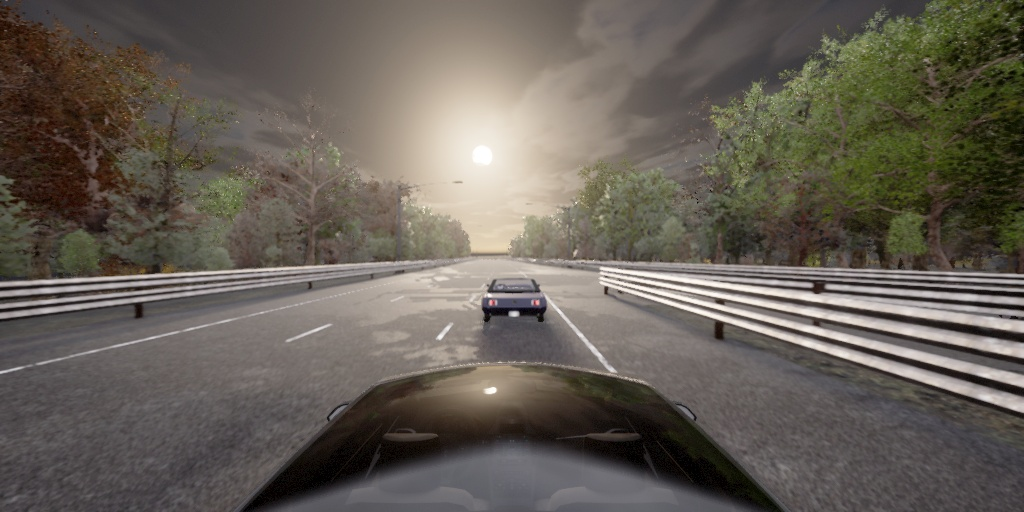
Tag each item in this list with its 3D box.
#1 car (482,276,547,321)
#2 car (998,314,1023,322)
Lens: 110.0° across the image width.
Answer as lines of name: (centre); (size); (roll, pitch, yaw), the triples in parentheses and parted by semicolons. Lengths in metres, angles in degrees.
car: (0.049, 1.350, 12.360); (1.895, 1.301, 4.718); (0, 0, 0)
car: (14.011, 1.239, 7.376); (2.033, 1.649, 4.856); (0, 0, -14)
